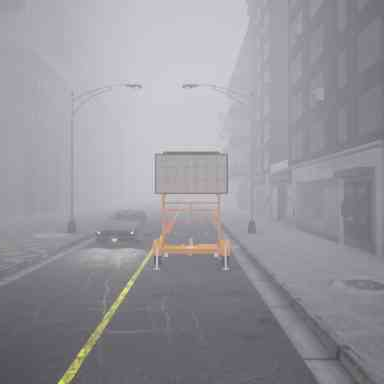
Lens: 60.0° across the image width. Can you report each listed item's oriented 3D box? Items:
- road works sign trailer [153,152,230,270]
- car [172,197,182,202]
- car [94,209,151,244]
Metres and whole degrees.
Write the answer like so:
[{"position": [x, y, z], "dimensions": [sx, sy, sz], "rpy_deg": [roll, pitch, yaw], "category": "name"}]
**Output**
[{"position": [-0.019, 0.467, 11.038], "dimensions": [2.380, 3.560, 2.880], "rpy_deg": [0, 0, 0], "category": "road works sign trailer"}, {"position": [-3.104, 1.654, 70.150], "dimensions": [2.033, 1.411, 5.357], "rpy_deg": [0, 0, 0], "category": "car"}, {"position": [-3.126, 1.553, 16.079], "dimensions": [2.033, 1.411, 5.357], "rpy_deg": [0, 0, 0], "category": "car"}]
